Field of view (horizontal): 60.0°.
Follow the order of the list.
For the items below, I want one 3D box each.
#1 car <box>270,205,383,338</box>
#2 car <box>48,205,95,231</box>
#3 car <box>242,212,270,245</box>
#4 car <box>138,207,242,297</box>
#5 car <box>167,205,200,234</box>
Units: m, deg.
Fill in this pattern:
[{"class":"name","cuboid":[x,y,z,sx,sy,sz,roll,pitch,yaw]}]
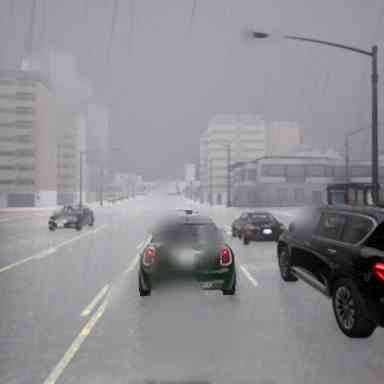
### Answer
[{"class":"car","cuboid":[3.437,1.261,6.824,2.150,2.045,5.566,0,0,-1]},{"class":"car","cuboid":[-7.666,1.633,21.514,2.128,1.511,4.902,0,0,-3]},{"class":"car","cuboid":[3.141,1.659,16.169,1.994,1.385,4.181,0,0,-2]},{"class":"car","cuboid":[-0.138,1.404,8.925,2.097,1.767,4.553,0,0,-1]},{"class":"car","cuboid":[-0.572,1.648,20.917,1.812,1.442,4.674,0,0,-3]}]
